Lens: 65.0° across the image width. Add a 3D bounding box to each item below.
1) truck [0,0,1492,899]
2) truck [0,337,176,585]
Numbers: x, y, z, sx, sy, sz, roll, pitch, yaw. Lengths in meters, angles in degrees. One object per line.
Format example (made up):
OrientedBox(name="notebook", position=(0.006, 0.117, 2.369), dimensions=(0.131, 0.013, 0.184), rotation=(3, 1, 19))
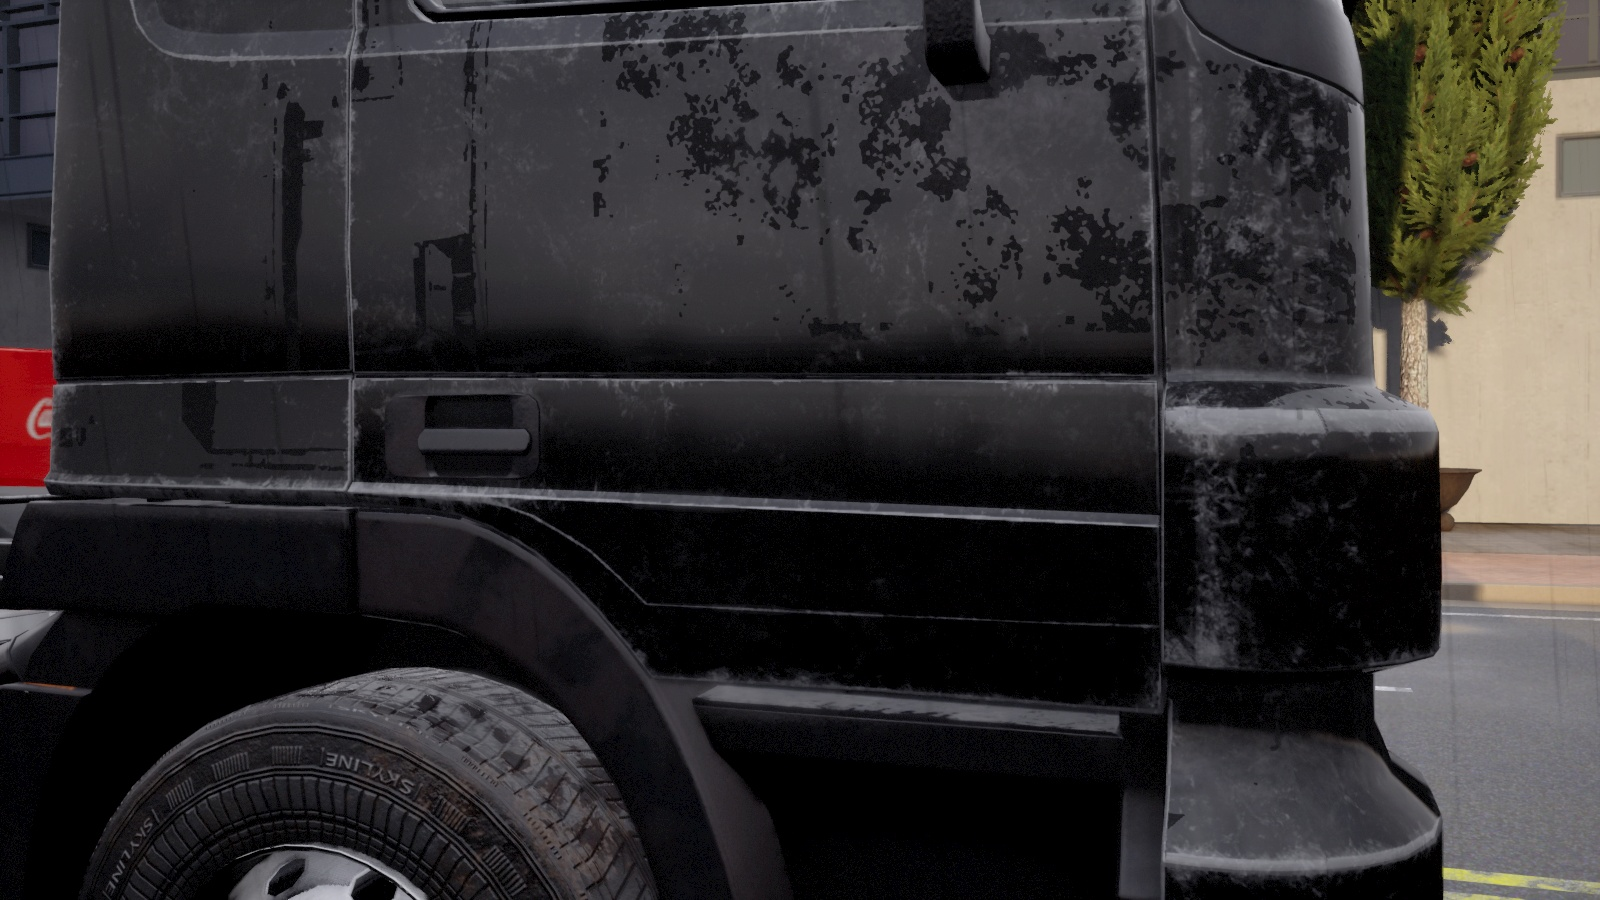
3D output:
OrientedBox(name="truck", position=(-2.510, -0.230, 4.057), dimensions=(7.936, 3.462, 2.891), rotation=(1, 1, 19))
OrientedBox(name="truck", position=(-10.125, 0.075, 14.165), dimensions=(5.204, 2.467, 2.627), rotation=(1, 1, 19))
